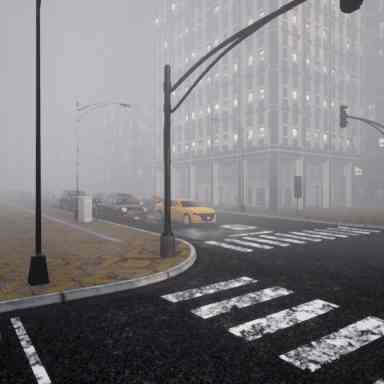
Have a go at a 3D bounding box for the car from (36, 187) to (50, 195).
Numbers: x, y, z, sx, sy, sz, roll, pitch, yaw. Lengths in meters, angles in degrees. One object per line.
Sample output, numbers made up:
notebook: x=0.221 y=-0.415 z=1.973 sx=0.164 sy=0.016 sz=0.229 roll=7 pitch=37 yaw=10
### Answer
car: x=-36.695 y=-0.357 z=81.614 sx=2.192 sy=1.841 sz=5.009 roll=1 pitch=0 yaw=-36

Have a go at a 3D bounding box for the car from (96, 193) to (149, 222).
car: x=-4.556 y=1.069 z=22.264 sx=1.967 sy=1.590 sz=4.097 roll=1 pitch=0 yaw=-36

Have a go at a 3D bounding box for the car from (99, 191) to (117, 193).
car: x=-5.934 y=0.862 z=28.618 sx=2.097 sy=1.767 sz=4.553 roll=0 pitch=1 yaw=-36

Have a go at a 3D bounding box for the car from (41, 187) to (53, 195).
car: x=-33.457 y=-0.020 z=77.079 sx=1.887 sy=1.381 sz=4.507 roll=1 pitch=0 yaw=-36

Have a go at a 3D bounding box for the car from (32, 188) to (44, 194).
car: x=-39.944 y=-0.213 z=86.151 sx=1.947 sy=1.339 sz=4.313 roll=1 pitch=0 yaw=-36

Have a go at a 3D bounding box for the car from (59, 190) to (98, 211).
car: x=-11.038 y=0.729 z=31.331 sx=2.192 sy=1.841 sz=5.009 roll=1 pitch=0 yaw=-36

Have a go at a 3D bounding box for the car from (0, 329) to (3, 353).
car: x=-4.387 y=1.440 z=3.432 sx=4.097 sy=1.590 sz=1.967 roll=0 pitch=0 yaw=-35

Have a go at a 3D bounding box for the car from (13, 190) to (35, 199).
car: x=-27.256 y=0.422 z=54.002 sx=1.887 sy=1.381 sz=4.507 roll=1 pitch=0 yaw=-36

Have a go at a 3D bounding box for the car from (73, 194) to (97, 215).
car: x=-7.802 y=1.103 z=26.798 sx=1.802 sy=1.307 sz=4.206 roll=1 pitch=0 yaw=-36

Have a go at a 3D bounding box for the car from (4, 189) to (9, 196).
car: x=-33.741 y=0.208 z=63.070 sx=1.887 sy=1.381 sz=4.507 roll=1 pitch=0 yaw=-36

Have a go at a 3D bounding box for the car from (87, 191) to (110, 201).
car: x=-13.995 y=0.644 z=49.865 sx=1.947 sy=1.339 sz=4.313 roll=1 pitch=0 yaw=-36

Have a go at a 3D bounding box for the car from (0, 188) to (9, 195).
car: x=-43.468 y=-0.113 z=76.672 sx=1.887 sy=1.381 sz=4.507 roll=1 pitch=0 yaw=-36

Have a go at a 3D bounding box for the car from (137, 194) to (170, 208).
car: x=-4.264 y=0.982 z=36.257 sx=1.802 sy=1.307 sz=4.206 roll=1 pitch=0 yaw=-36

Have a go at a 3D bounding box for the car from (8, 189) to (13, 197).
car: x=-30.498 y=0.321 z=58.536 sx=2.008 sy=1.369 sz=4.403 roll=1 pitch=0 yaw=-36

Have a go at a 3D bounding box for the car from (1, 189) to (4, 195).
car: x=-36.983 y=0.107 z=67.604 sx=2.008 sy=1.369 sz=4.403 roll=1 pitch=0 yaw=-36

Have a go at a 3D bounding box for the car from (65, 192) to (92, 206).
car: x=-13.404 y=0.788 z=39.087 sx=1.812 sy=1.442 sz=4.674 roll=0 pitch=1 yaw=-36

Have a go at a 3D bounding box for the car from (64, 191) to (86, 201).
car: x=-17.962 y=0.546 z=50.936 sx=1.812 sy=1.442 sz=4.674 roll=0 pitch=1 yaw=-36

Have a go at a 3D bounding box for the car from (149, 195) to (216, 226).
car: x=-0.525 y=1.166 z=21.053 sx=1.882 sy=1.535 sz=5.008 roll=0 pitch=1 yaw=-36
